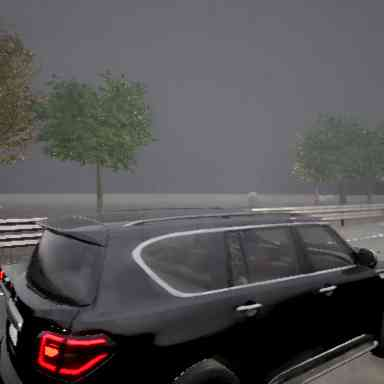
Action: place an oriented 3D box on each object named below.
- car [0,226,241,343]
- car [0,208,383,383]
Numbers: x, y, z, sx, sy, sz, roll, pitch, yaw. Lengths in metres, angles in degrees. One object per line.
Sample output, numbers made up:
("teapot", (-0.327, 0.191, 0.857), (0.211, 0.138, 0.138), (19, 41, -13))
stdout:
("car", (-1.334, 1.605, 7.098), (4.718, 1.301, 1.895), (0, 0, -36))
("car", (0.727, 1.226, 4.268), (5.566, 2.045, 2.150), (0, 0, -36))
